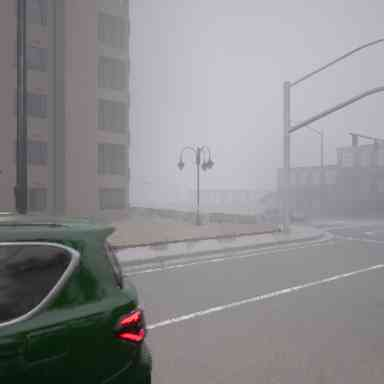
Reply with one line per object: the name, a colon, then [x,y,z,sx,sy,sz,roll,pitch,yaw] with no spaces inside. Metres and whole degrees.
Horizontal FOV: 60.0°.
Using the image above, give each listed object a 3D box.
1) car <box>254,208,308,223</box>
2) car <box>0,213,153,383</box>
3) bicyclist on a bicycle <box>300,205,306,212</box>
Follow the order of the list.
car: [7.934,2.096,29.818,1.895,1.301,4.718,0,-4,-36]
car: [-2.928,1.221,1.915,5.566,2.045,2.150,0,0,-36]
bicyclist on a bicycle: [13.549,2.464,40.681,1.656,1.620,0.582,0,-8,-35]
